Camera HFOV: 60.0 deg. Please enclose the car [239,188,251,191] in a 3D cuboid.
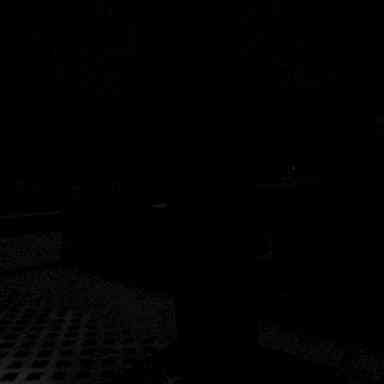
[{"bbox_3d":[5.564,0.313,38.026,2.128,1.511,4.902,1,2,36],"label":"car"}]
